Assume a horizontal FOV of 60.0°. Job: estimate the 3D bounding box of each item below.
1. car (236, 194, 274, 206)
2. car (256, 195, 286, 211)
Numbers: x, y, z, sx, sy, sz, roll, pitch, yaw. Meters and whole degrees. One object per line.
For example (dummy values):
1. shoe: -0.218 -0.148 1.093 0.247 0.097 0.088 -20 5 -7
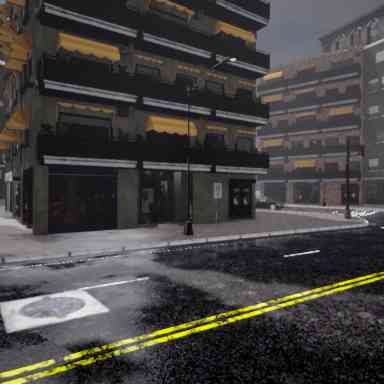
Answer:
1. car: 8.325 1.083 44.200 4.403 1.369 2.008 1 0 38
2. car: 7.419 1.170 34.221 4.403 1.369 2.008 1 0 38
